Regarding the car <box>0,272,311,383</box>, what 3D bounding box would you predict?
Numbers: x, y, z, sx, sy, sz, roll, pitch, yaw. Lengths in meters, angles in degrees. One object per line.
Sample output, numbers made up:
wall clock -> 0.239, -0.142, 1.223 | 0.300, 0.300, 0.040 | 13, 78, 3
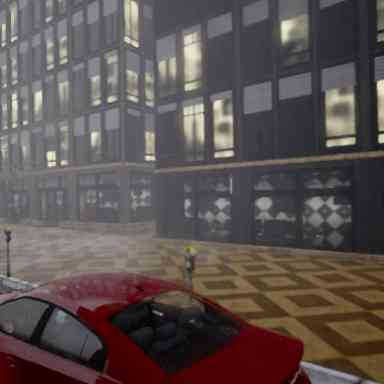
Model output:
car -> -1.111, 1.558, 3.529 | 4.507, 1.381, 1.887 | 0, -1, 36
